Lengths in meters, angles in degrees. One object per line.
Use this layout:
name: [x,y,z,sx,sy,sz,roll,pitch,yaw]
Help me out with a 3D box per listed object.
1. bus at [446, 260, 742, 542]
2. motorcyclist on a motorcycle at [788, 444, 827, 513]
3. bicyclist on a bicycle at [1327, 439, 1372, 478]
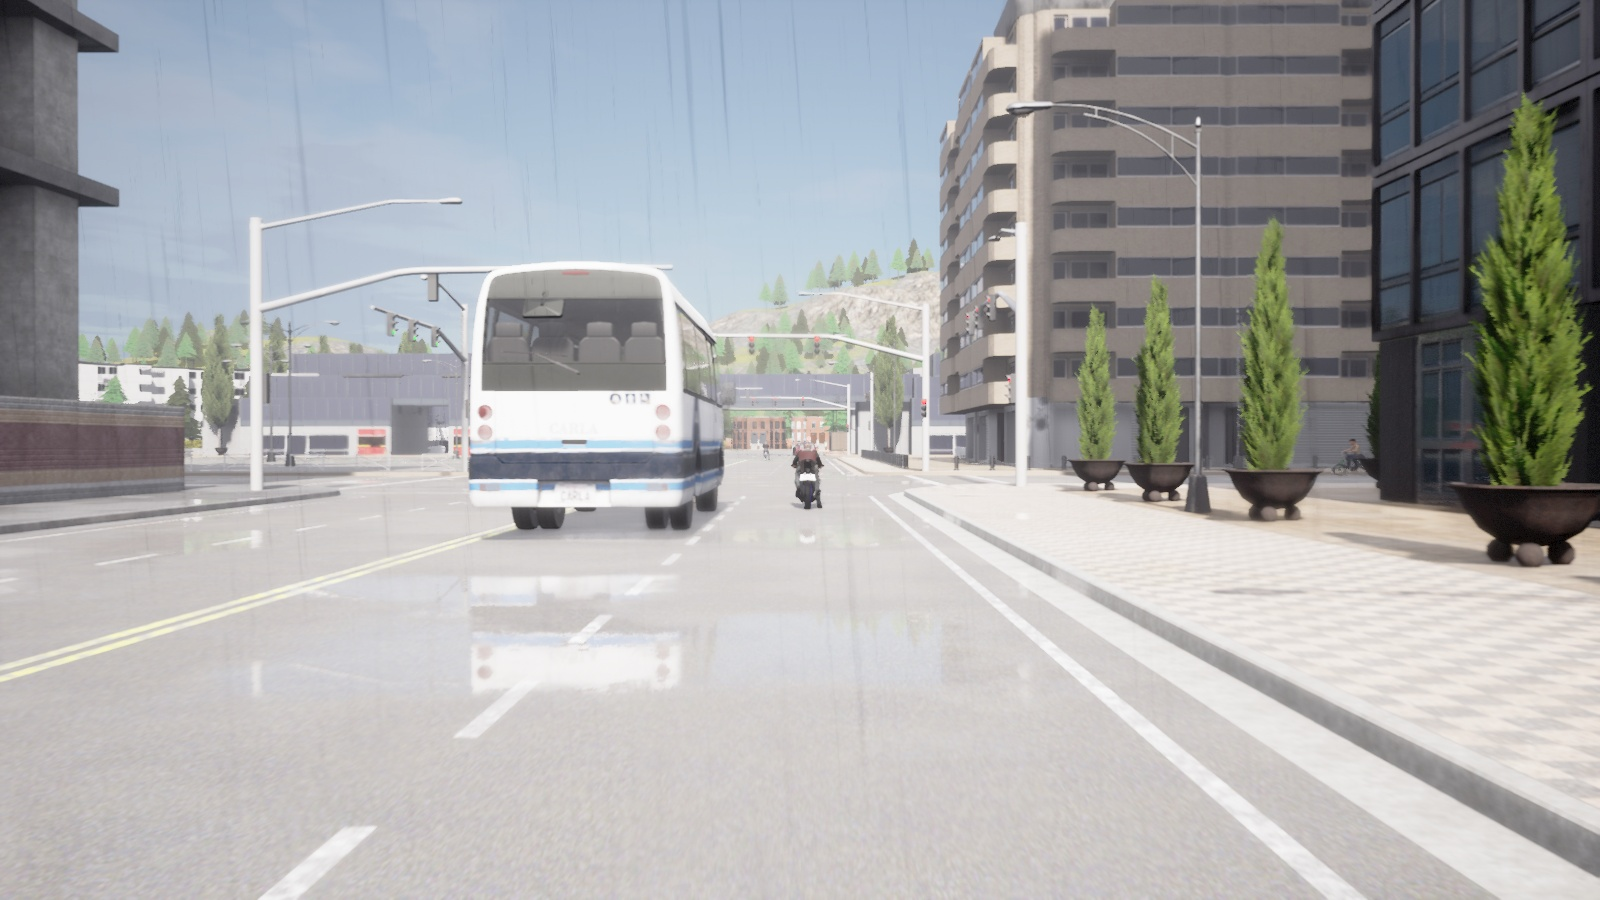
bus: [-3.350,-0.769,24.116,3.944,4.253,10.273,0,0,0]
motorcyclist on a motorcycle: [0.175,0.619,28.792,0.866,1.530,2.191,0,0,0]
bicyclist on a bicycle: [23.023,0.350,52.607,1.509,1.612,0.866,0,0,1]
